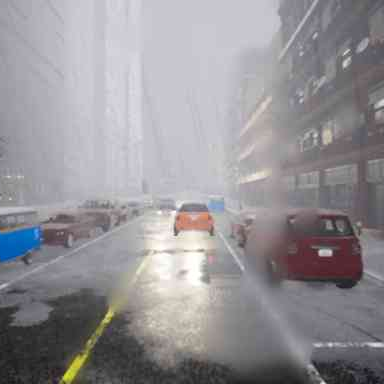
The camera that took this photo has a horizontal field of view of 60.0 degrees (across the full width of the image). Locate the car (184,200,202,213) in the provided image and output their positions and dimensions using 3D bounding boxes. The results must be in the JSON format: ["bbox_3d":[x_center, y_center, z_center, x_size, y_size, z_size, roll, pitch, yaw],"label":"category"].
[{"bbox_3d":[0.110,1.584,37.332,1.895,1.301,4.718,0,0,0],"label":"car"}]

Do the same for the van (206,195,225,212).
[{"bbox_3d":[2.713,1.324,37.362,1.690,1.788,3.998,1,0,0],"label":"van"}]

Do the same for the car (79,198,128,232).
[{"bbox_3d":[-5.673,1.311,20.402,2.192,1.841,5.009,1,0,0],"label":"car"}]

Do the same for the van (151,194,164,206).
[{"bbox_3d":[-5.662,1.307,54.279,1.690,1.788,3.998,1,0,0],"label":"van"}]

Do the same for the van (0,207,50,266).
[{"bbox_3d":[-5.677,1.341,9.109,1.690,1.788,3.998,1,0,0],"label":"van"}]

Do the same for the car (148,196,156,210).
[{"bbox_3d":[-5.668,1.529,42.987,2.008,1.369,4.403,1,0,0],"label":"car"}]

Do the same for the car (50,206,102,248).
[{"bbox_3d":[-5.677,1.542,14.756,1.887,1.381,4.507,1,0,0],"label":"car"}]

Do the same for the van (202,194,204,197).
[{"bbox_3d":[2.717,1.313,48.655,1.690,1.788,3.998,1,0,0],"label":"van"}]

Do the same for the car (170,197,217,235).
[{"bbox_3d":[0.100,1.347,18.838,2.097,1.767,4.553,0,0,0],"label":"car"}]

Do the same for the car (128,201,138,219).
[{"bbox_3d":[-5.674,1.574,26.047,1.802,1.307,4.206,1,0,0],"label":"car"}]

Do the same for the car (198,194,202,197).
[{"bbox_3d":[2.731,1.331,93.829,1.967,1.590,4.097,1,0,0],"label":"car"}]

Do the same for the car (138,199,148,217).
[{"bbox_3d":[-5.672,1.553,31.695,1.947,1.339,4.313,1,0,0],"label":"car"}]

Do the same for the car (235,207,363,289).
[{"bbox_3d":[2.704,1.314,9.128,2.192,1.841,5.009,1,0,0],"label":"car"}]

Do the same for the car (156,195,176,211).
[{"bbox_3d":[-2.990,1.459,41.554,1.882,1.535,5.008,0,0,0],"label":"car"}]

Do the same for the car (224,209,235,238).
[{"bbox_3d":[2.704,1.542,14.777,1.887,1.381,4.507,1,0,0],"label":"car"}]
